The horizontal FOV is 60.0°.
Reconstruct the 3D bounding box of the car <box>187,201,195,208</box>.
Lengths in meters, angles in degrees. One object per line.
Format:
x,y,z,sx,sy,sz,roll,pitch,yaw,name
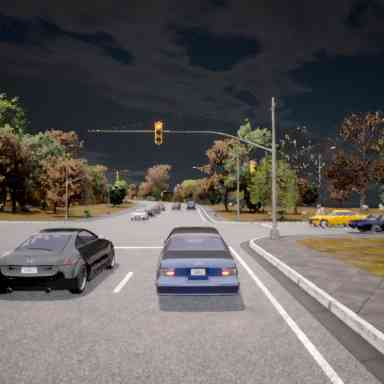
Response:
-0.325,3.243,88.005,1.882,1.535,5.008,0,0,-4,car

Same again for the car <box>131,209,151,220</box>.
-7.226,3.145,46.251,1.812,1.442,4.674,0,-2,0,car

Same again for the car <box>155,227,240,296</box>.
0.069,1.647,8.945,2.033,1.411,5.357,0,-1,-1,car

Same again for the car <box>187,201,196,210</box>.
-0.203,3.310,77.827,2.097,1.767,4.553,0,0,0,car

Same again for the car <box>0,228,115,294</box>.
-3.445,1.665,9.054,1.994,1.385,4.181,0,-1,0,car

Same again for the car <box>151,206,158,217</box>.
-7.233,3.470,55.271,1.895,1.301,4.718,0,-1,0,car

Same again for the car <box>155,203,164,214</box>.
-7.207,3.535,65.018,2.033,1.411,5.357,0,0,0,car

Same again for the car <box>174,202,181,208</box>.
-3.848,3.428,88.263,1.837,1.490,4.892,0,0,-4,car

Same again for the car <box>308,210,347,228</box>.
12.964,2.368,29.675,5.008,1.535,1.882,0,-3,-2,car

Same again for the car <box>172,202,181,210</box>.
-3.705,3.485,78.287,1.812,1.442,4.674,0,0,0,car

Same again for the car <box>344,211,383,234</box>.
13.281,2.159,22.504,4.718,1.301,1.895,0,-3,-2,car
